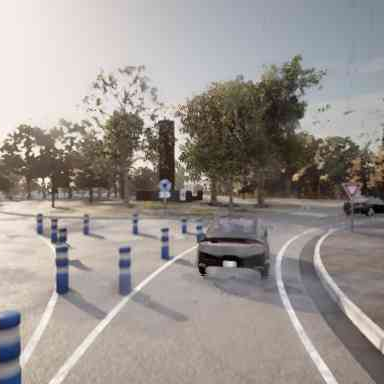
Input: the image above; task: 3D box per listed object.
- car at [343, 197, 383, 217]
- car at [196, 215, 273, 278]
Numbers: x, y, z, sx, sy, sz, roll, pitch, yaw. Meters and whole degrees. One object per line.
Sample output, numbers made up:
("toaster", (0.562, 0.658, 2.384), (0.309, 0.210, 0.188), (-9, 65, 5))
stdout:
("car", (14.470, 1.150, 27.190), (5.008, 1.535, 1.882), (-1, 1, -33))
("car", (1.387, 1.441, 10.083), (2.128, 1.511, 4.902), (0, 1, 12))
